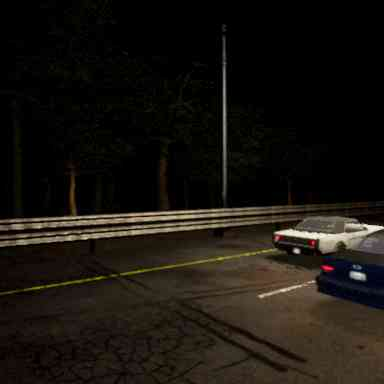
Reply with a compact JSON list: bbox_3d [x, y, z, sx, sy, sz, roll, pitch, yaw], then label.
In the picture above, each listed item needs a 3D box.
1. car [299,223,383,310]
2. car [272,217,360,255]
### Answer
[{"bbox_3d":[4.934,1.492,7.248,5.357,1.411,2.033,0,0,-35],"label":"car"},{"bbox_3d":[5.059,1.527,11.628,4.718,1.301,1.895,0,0,-35],"label":"car"}]
